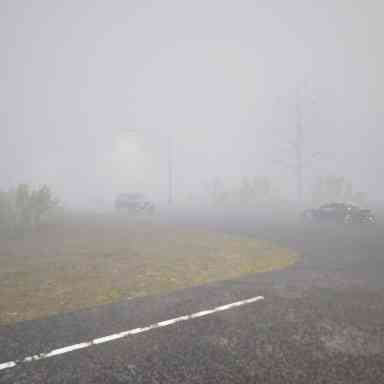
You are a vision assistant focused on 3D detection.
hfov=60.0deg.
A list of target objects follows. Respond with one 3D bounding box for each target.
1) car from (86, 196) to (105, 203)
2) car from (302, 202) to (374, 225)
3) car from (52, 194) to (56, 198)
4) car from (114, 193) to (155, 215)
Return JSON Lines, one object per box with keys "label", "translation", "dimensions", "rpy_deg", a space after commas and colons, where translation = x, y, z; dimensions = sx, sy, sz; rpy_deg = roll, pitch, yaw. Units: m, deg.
{"label": "car", "translation": [-17.646, 1.295, 60.491], "dimensions": [1.895, 1.301, 4.718], "rpy_deg": [0, 0, -37]}
{"label": "car", "translation": [10.190, 1.459, 23.597], "dimensions": [1.837, 1.490, 4.892], "rpy_deg": [0, 0, -37]}
{"label": "car", "translation": [-35.043, 1.013, 83.549], "dimensions": [1.837, 1.490, 4.892], "rpy_deg": [0, 1, -37]}
{"label": "car", "translation": [-5.812, 1.086, 33.186], "dimensions": [2.150, 2.045, 5.566], "rpy_deg": [0, 0, -37]}
